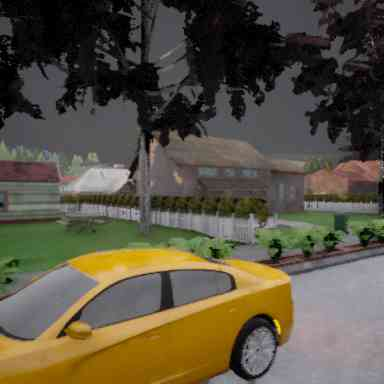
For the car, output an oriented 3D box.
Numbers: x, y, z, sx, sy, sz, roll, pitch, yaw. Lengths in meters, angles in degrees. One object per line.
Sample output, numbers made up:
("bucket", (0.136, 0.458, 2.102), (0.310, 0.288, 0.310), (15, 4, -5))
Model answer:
("car", (-0.918, 1.478, 3.911), (5.008, 1.535, 1.882), (0, 0, -35))
